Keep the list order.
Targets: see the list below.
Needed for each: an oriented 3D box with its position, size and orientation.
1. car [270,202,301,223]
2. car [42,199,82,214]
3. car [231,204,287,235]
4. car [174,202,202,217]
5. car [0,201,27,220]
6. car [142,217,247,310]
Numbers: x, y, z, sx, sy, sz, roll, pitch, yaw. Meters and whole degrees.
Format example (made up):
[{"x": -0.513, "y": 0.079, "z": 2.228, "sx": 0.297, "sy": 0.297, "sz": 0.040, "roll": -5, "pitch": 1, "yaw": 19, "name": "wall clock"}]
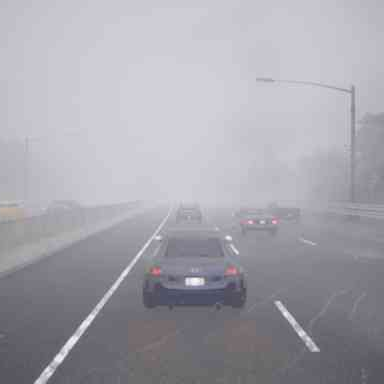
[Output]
[{"x": 6.723, "y": 1.483, "z": 25.553, "sx": 1.882, "sy": 1.535, "sz": 5.008, "roll": 0, "pitch": 0, "yaw": -2, "name": "car"}, {"x": -11.063, "y": 1.374, "z": 28.542, "sx": 2.097, "sy": 1.767, "sz": 4.553, "roll": 0, "pitch": 0, "yaw": -2, "name": "car"}, {"x": 3.377, "y": 1.522, "z": 18.567, "sx": 2.033, "sy": 1.411, "sz": 5.357, "roll": 0, "pitch": 0, "yaw": -1, "name": "car"}, {"x": -0.256, "y": 1.494, "z": 24.611, "sx": 2.128, "sy": 1.511, "sz": 4.902, "roll": 0, "pitch": 0, "yaw": -1, "name": "car"}, {"x": -14.479, "y": 1.485, "z": 25.317, "sx": 1.882, "sy": 1.535, "sz": 5.008, "roll": 0, "pitch": 0, "yaw": -1, "name": "car"}, {"x": 0.032, "y": 1.525, "z": 7.802, "sx": 1.994, "sy": 1.385, "sz": 4.181, "roll": 0, "pitch": 0, "yaw": 0, "name": "car"}]
